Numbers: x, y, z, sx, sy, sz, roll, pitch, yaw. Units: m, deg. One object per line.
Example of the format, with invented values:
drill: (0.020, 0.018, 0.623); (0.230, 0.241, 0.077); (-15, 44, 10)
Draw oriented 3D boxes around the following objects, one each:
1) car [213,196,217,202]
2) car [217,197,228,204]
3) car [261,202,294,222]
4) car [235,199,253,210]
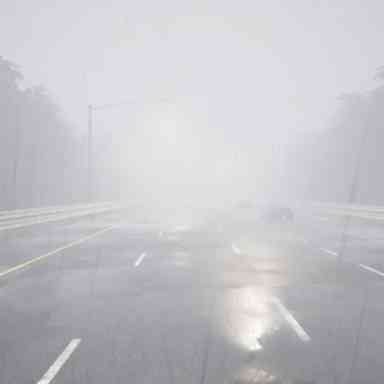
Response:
car: (7.410, 2.024, 91.128); (1.812, 1.442, 4.674); (0, 0, 1)
car: (7.281, 1.929, 76.078); (1.812, 1.442, 4.674); (0, 0, 0)
car: (7.028, 1.616, 27.686); (1.837, 1.490, 4.892); (0, 0, 0)
car: (7.093, 1.710, 45.922); (1.882, 1.535, 5.008); (0, -1, 0)
